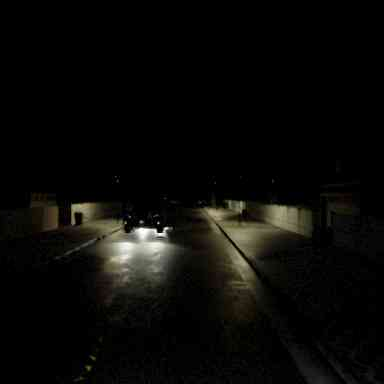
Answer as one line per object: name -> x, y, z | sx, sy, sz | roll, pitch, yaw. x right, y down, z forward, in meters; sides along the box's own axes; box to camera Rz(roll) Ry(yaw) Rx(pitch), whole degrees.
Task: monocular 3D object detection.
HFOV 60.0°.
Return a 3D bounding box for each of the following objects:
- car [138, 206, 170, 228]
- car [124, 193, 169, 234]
car -> -2.789, 1.830, 25.311 | 1.994, 1.385, 4.181 | 0, -1, 0
car -> -2.759, 1.171, 20.972 | 2.150, 2.045, 5.566 | 0, 2, 0
